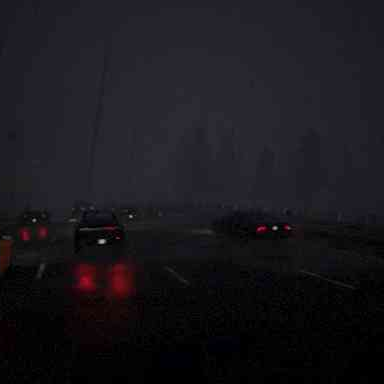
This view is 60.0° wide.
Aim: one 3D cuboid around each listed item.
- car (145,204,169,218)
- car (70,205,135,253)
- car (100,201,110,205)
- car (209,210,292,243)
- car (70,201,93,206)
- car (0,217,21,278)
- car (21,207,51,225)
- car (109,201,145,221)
[{"bbox_3d":[-3.810,1.857,33.828,1.895,1.301,4.718,0,-1,-20],"label":"car"},{"bbox_3d":[-4.005,1.537,13.979,2.128,1.511,4.902,0,0,-20],"label":"car"},{"bbox_3d":[-10.432,1.915,41.765,1.812,1.442,4.674,0,-1,-20],"label":"car"},{"bbox_3d":[2.607,1.585,16.283,2.033,1.411,5.357,0,0,-20],"label":"car"},{"bbox_3d":[-10.651,1.627,32.151,2.097,1.767,4.553,0,-1,-20],"label":"car"},{"bbox_3d":[-5.417,1.494,7.656,1.882,1.535,5.008,0,0,-20],"label":"car"},{"bbox_3d":[-12.271,1.816,26.392,1.895,1.301,4.718,0,-1,-20],"label":"car"},{"bbox_3d":[-5.731,1.714,28.892,1.837,1.490,4.892,0,0,-20],"label":"car"}]
